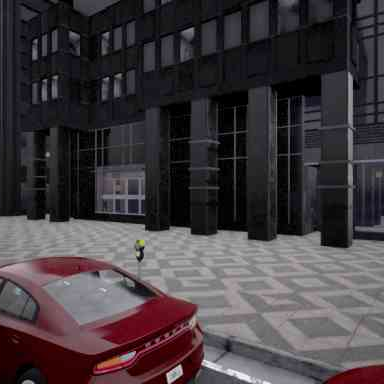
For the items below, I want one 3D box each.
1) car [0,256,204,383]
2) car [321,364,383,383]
[{"bbox_3d":[-1.972,1.545,4.376,4.507,1.381,1.887,0,0,36],"label":"car"},{"bbox_3d":[2.611,1.544,1.095,4.507,1.381,1.887,0,0,36],"label":"car"}]
